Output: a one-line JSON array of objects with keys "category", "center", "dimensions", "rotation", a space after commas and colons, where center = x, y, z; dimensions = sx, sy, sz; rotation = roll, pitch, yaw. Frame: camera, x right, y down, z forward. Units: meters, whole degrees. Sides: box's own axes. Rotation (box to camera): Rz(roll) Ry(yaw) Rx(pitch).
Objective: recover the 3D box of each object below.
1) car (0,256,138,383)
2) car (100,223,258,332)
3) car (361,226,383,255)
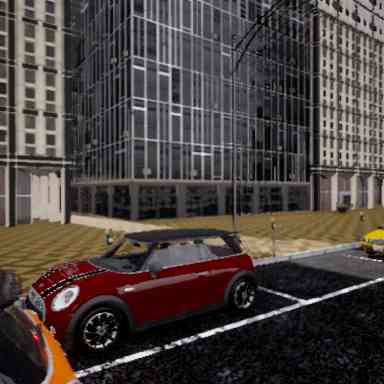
[{"category": "car", "center": [-2.773, 1.351, 1.373], "dimensions": [4.553, 1.767, 2.097], "rotation": [0, 0, -35]}, {"category": "car", "center": [-0.766, 1.443, 6.019], "dimensions": [4.097, 1.590, 1.967], "rotation": [0, 0, -35]}, {"category": "car", "center": [8.097, 1.541, 12.338], "dimensions": [4.829, 1.417, 1.752], "rotation": [0, 0, -35]}]
